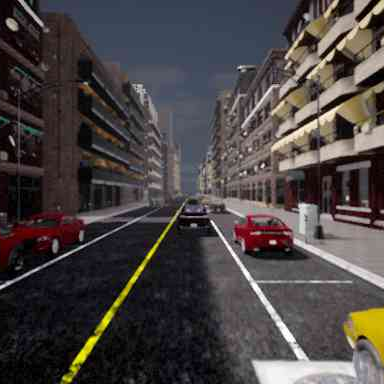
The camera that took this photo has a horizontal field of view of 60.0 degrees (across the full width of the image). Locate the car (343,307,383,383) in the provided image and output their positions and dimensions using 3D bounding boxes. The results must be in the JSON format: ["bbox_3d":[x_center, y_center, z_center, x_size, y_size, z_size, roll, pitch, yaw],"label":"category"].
[{"bbox_3d":[2.692,1.525,2.195,1.752,1.417,4.829,0,0,0],"label":"car"}]

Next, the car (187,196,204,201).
[{"bbox_3d":[0.101,1.521,37.617,1.812,1.442,4.674,0,0,0],"label":"car"}]

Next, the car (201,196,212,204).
[{"bbox_3d":[2.692,1.555,64.024,1.947,1.339,4.313,0,0,0],"label":"car"}]

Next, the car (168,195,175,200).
[{"bbox_3d":[-5.688,1.507,92.039,1.752,1.417,4.829,0,0,0],"label":"car"}]

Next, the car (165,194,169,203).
[{"bbox_3d":[-5.689,1.541,58.392,2.008,1.369,4.403,0,0,0],"label":"car"}]

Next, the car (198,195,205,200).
[{"bbox_3d":[2.693,1.564,92.205,1.802,1.307,4.206,0,0,0],"label":"car"}]

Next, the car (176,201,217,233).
[{"bbox_3d":[0.101,1.489,19.466,2.128,1.511,4.902,0,0,0],"label":"car"}]

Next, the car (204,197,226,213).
[{"bbox_3d":[2.692,1.547,35.842,2.008,1.369,4.403,0,0,0],"label":"car"}]

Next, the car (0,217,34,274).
[{"bbox_3d":[-5.688,1.439,7.665,1.967,1.590,4.097,0,0,0],"label":"car"}]

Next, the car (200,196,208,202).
[{"bbox_3d":[2.692,1.568,75.296,1.802,1.307,4.206,0,0,0],"label":"car"}]

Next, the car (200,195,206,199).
[{"bbox_3d":[2.693,1.516,58.557,1.752,1.417,4.829,0,0,0],"label":"car"}]

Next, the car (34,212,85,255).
[{"bbox_3d":[-5.688,1.543,13.302,1.887,1.381,4.507,0,0,0],"label":"car"}]

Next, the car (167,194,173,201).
[{"bbox_3d":[-5.688,1.532,69.664,1.887,1.381,4.507,0,0,0],"label":"car"}]

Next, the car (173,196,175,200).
[{"bbox_3d":[-5.687,1.300,80.937,2.192,1.841,5.009,0,0,0],"label":"car"}]

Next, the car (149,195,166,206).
[{"bbox_3d":[-5.688,1.543,52.755,2.008,1.369,4.403,0,0,0],"label":"car"}]

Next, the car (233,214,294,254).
[{"bbox_3d":[2.692,1.544,13.298,1.887,1.381,4.507,0,0,0],"label":"car"}]
